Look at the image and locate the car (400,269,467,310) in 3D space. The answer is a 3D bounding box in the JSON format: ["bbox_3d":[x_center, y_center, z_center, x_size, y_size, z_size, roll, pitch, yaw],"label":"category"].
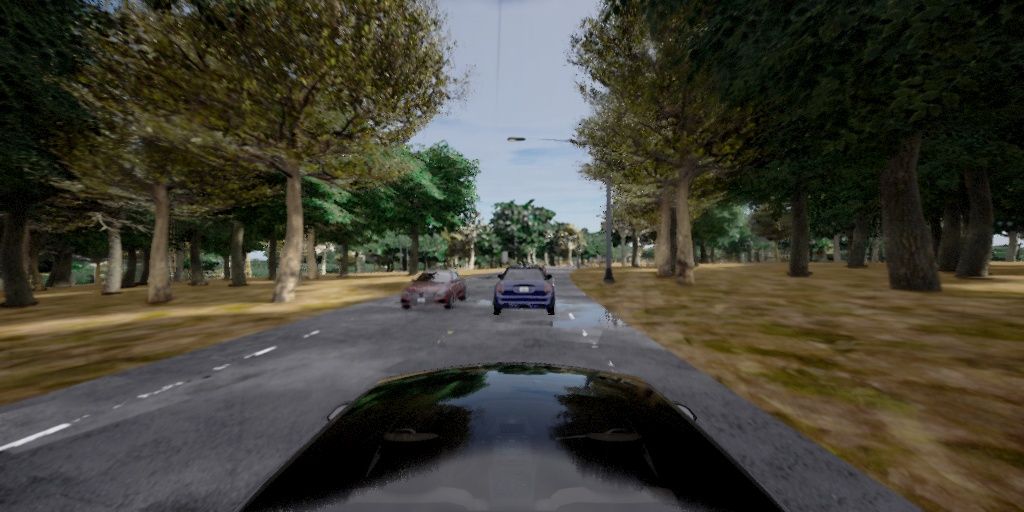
[{"bbox_3d":[-3.038,1.283,14.836,1.812,1.442,4.674,0,0,3],"label":"car"}]

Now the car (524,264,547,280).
[{"bbox_3d":[2.270,1.423,33.508,1.895,1.301,4.718,0,0,7],"label":"car"}]

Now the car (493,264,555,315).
[{"bbox_3d":[0.490,1.112,13.854,2.097,1.767,4.553,0,0,3],"label":"car"}]
